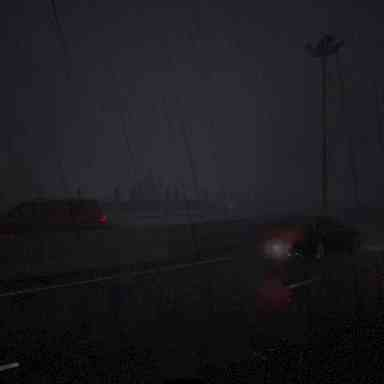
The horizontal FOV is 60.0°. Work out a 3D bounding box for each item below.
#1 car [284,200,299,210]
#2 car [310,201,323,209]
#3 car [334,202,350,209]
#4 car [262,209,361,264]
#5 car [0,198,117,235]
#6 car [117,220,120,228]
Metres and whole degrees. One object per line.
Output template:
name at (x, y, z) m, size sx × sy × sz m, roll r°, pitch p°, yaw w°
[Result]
car at (15.194, 1.959, 50.663) m, size 1.812 × 1.442 × 4.674 m, roll 0°, pitch -1°, yaw 25°
car at (18.996, 2.037, 50.559) m, size 1.895 × 1.301 × 4.718 m, roll 0°, pitch -1°, yaw 24°
car at (20.544, 1.989, 45.594) m, size 1.895 × 1.301 × 4.718 m, roll 0°, pitch -1°, yaw 26°
car at (4.550, 1.587, 12.359) m, size 4.892 × 1.490 × 1.837 m, roll 1°, pitch 0°, yaw -42°
car at (-6.052, 1.265, 12.757) m, size 5.566 × 2.045 × 2.150 m, roll 0°, pitch 0°, yaw -38°
car at (-6.253, 1.670, 17.057) m, size 4.718 × 1.301 × 1.895 m, roll 1°, pitch 0°, yaw -40°
